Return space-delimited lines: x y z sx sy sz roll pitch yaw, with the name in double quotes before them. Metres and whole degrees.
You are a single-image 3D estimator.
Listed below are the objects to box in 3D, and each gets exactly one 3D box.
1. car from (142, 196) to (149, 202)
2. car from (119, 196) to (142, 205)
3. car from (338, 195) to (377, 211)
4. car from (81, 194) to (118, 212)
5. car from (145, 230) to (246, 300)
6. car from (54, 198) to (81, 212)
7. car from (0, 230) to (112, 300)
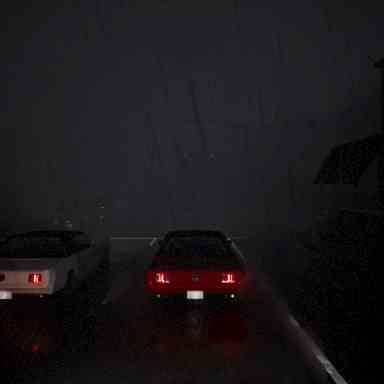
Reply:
"car" -10.509 1.523 72.543 1.812 1.442 4.674 0 0 0
"car" -10.580 1.547 57.275 2.033 1.411 5.357 0 0 0
"car" 14.158 1.057 28.512 4.181 1.385 1.994 -14 0 -1
"car" -10.607 1.221 38.531 2.150 2.045 5.566 0 0 0
"car" 0.077 1.601 8.323 1.895 1.301 4.718 0 0 0
"car" -14.103 1.505 38.221 1.837 1.490 4.892 0 0 0
"car" -3.424 1.601 8.305 1.895 1.301 4.718 0 0 0
